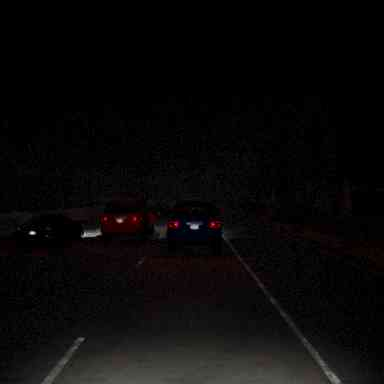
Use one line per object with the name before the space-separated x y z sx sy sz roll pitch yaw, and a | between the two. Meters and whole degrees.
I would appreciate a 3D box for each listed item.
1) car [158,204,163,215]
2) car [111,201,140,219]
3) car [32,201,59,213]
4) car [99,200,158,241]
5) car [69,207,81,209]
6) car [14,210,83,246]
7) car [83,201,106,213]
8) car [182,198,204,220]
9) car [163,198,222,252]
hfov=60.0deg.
car | -3.410 2.008 36.926 1.812 1.442 4.674 0 -1 0
car | -6.906 1.810 35.086 2.097 1.767 4.553 0 -1 0
car | -21.088 2.132 48.123 1.837 1.490 4.892 0 -1 0
car | -3.402 1.464 18.340 2.150 2.045 5.566 0 -1 0
car | -17.585 2.209 49.440 1.994 1.385 4.181 0 -1 0
car | -6.902 1.780 16.420 1.994 1.385 4.181 0 -1 0
car | -14.090 2.133 48.266 1.837 1.490 4.892 0 0 0
car | 0.094 1.676 34.692 2.150 2.045 5.566 0 -1 0
car | 0.098 1.420 15.021 2.150 2.045 5.566 0 -1 0
